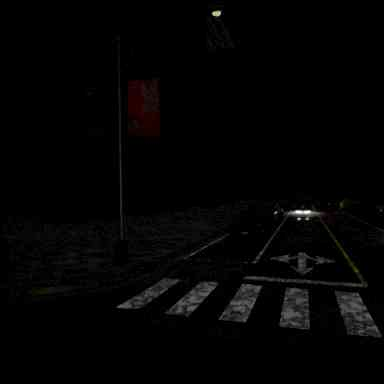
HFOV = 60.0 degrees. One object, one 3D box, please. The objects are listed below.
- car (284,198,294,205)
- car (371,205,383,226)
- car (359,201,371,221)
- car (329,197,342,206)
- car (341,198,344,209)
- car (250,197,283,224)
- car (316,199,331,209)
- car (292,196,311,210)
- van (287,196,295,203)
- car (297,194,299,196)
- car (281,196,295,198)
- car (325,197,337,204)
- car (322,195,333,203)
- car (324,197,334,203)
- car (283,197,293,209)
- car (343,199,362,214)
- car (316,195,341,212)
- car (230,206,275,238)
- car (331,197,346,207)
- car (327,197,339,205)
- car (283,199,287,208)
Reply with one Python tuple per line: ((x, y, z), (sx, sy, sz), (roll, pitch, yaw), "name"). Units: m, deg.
((20.565, 1.935, 70.294), (1.887, 1.381, 4.507), (-1, -1, 18), "car")
((13.148, 1.487, 21.278), (1.967, 1.590, 4.097), (-1, -1, 18), "car")
((14.872, 1.650, 26.421), (1.802, 1.307, 4.206), (-1, -1, 18), "car")
((26.921, 1.678, 62.434), (1.967, 1.590, 4.097), (-1, -1, 18), "car")
((21.812, 1.688, 47.161), (1.752, 1.417, 4.829), (-1, -1, 18), "car")
((5.063, 1.487, 23.987), (2.192, 1.841, 5.009), (-1, -1, 18), "car")
((20.425, 1.785, 51.709), (1.994, 1.385, 4.181), (-1, -1, 18), "car")
((15.600, 1.728, 46.747), (2.128, 1.511, 4.902), (-1, -1, 18), "car")
((24.006, 1.785, 80.587), (1.690, 1.788, 3.998), (-1, -1, 18), "van")
((25.730, 1.911, 85.732), (1.967, 1.590, 4.097), (-1, -1, 18), "car")
((15.395, 1.627, 54.860), (2.192, 1.841, 5.009), (-1, -1, 18), "car")
((30.367, 1.842, 72.721), (2.008, 1.369, 4.403), (-1, -1, 18), "car")
((33.807, 1.660, 83.013), (2.192, 1.841, 5.009), (-1, -1, 18), "car")
((32.143, 1.845, 78.027), (1.752, 1.417, 4.829), (-1, -1, 18), "car")
((13.678, 1.869, 49.712), (1.802, 1.307, 4.206), (-1, -1, 18), "car")
((18.314, 1.658, 36.710), (1.887, 1.381, 4.507), (-1, -1, 18), "car")
((17.295, 1.528, 42.294), (2.097, 1.767, 4.553), (-1, -1, 19), "car")
((3.345, 1.716, 18.839), (1.947, 1.339, 4.313), (-1, -1, 18), "car")
((25.200, 1.652, 57.289), (1.967, 1.590, 4.097), (-1, -1, 18), "car")
((28.644, 1.809, 67.578), (1.887, 1.381, 4.507), (-1, -1, 18), "car")
((8.457, 1.741, 34.115), (1.752, 1.417, 4.829), (-1, -1, 18), "car")
